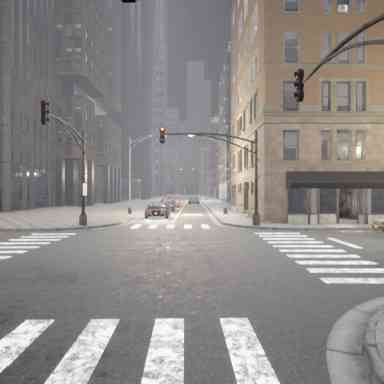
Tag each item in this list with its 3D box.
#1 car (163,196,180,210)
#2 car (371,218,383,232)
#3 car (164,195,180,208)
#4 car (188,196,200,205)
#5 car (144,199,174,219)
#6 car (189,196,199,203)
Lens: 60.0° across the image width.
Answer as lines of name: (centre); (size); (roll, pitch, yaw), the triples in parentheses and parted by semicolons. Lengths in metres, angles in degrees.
car: (-2.932, 1.502, 39.244); (2.128, 1.511, 4.902); (0, 0, 0)
car: (12.186, 1.518, 17.693); (4.829, 1.417, 1.752); (0, 0, -1)
car: (-2.887, 1.365, 49.143); (2.097, 1.767, 4.553); (0, 0, 0)
car: (0.339, 1.565, 59.919); (1.994, 1.385, 4.181); (0, 0, 0)
car: (-2.978, 1.571, 29.390); (1.994, 1.385, 4.181); (0, 0, 0)
car: (0.375, 1.540, 69.868); (1.994, 1.385, 4.181); (0, 0, 0)
